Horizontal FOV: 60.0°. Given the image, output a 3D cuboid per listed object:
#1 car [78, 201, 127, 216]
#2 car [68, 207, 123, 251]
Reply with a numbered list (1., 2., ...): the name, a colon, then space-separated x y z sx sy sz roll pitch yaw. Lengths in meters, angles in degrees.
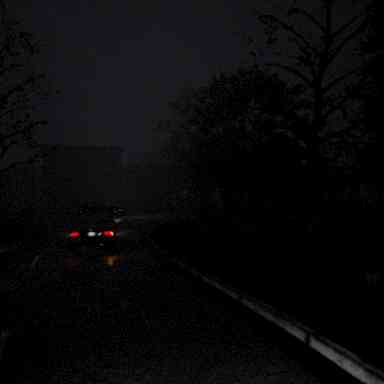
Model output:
1. car: -8.650 1.609 32.149 5.008 1.535 1.882 -1 0 18
2. car: -4.274 1.612 14.723 2.033 1.411 5.357 -1 0 -13
